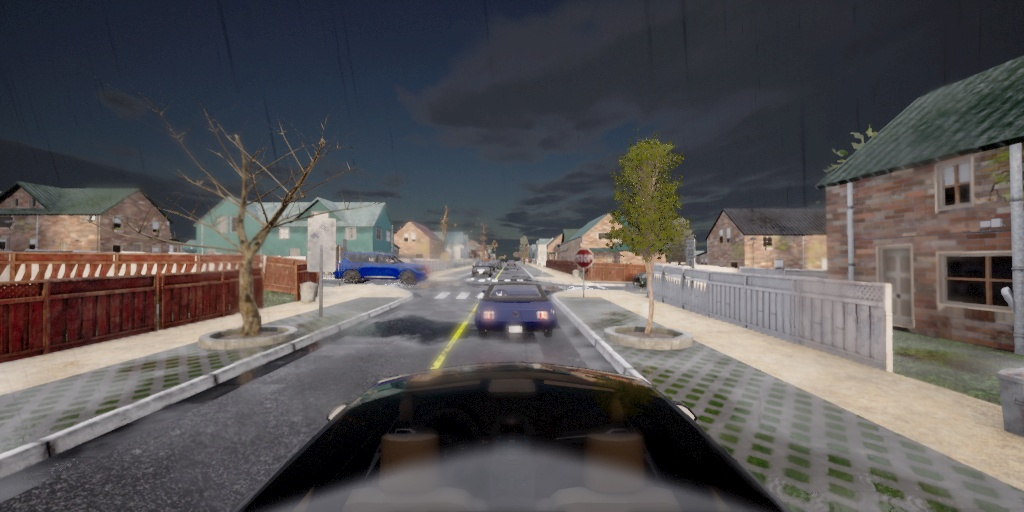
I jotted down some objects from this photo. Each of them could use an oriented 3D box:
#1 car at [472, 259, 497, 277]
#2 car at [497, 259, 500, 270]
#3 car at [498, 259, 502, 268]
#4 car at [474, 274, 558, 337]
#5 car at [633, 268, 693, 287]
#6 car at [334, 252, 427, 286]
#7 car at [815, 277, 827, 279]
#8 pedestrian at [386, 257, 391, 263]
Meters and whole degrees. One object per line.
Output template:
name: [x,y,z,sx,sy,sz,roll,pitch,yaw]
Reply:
car: [-2.902,1.278,35.856,2.128,1.511,4.902,0,0,0]
car: [-2.915,1.412,46.166,1.895,1.301,4.718,0,0,0]
car: [-2.930,1.350,56.285,1.837,1.490,4.892,0,-1,0]
car: [0.085,1.354,10.220,1.895,1.301,4.718,0,0,0]
car: [10.969,1.418,25.332,4.553,1.767,2.097,1,-1,-1]
car: [-8.246,0.816,22.846,5.566,2.045,2.150,1,-1,-7]
car: [20.964,1.857,25.368,4.181,1.385,1.994,1,-1,0]
pedestrian: [-9.671,0.792,28.248,0.375,1.860,0.375,0,-2,0]
